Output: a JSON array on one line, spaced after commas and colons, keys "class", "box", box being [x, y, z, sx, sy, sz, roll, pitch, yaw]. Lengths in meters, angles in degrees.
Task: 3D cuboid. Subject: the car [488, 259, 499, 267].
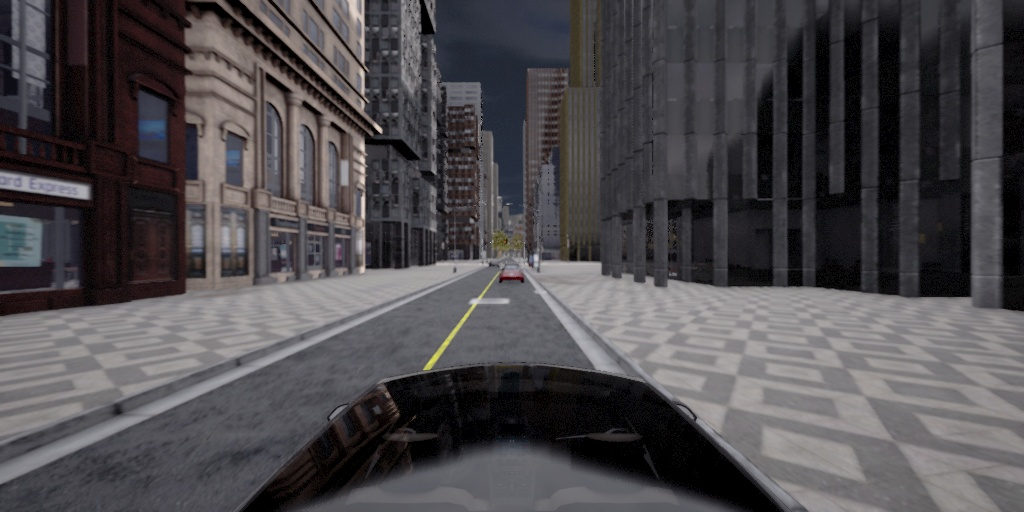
[{"class": "car", "box": [-3.198, 1.257, 64.289, 1.837, 1.490, 4.892, 0, 0, 0]}]

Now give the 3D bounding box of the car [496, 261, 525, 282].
[{"class": "car", "box": [-0.011, 1.322, 28.717, 1.994, 1.385, 4.181, 0, 0, 0]}]

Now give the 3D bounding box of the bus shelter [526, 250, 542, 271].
[{"class": "bus shelter", "box": [3.010, 0.624, 47.597, 1.920, 2.740, 3.880, 0, 0, 0]}]
